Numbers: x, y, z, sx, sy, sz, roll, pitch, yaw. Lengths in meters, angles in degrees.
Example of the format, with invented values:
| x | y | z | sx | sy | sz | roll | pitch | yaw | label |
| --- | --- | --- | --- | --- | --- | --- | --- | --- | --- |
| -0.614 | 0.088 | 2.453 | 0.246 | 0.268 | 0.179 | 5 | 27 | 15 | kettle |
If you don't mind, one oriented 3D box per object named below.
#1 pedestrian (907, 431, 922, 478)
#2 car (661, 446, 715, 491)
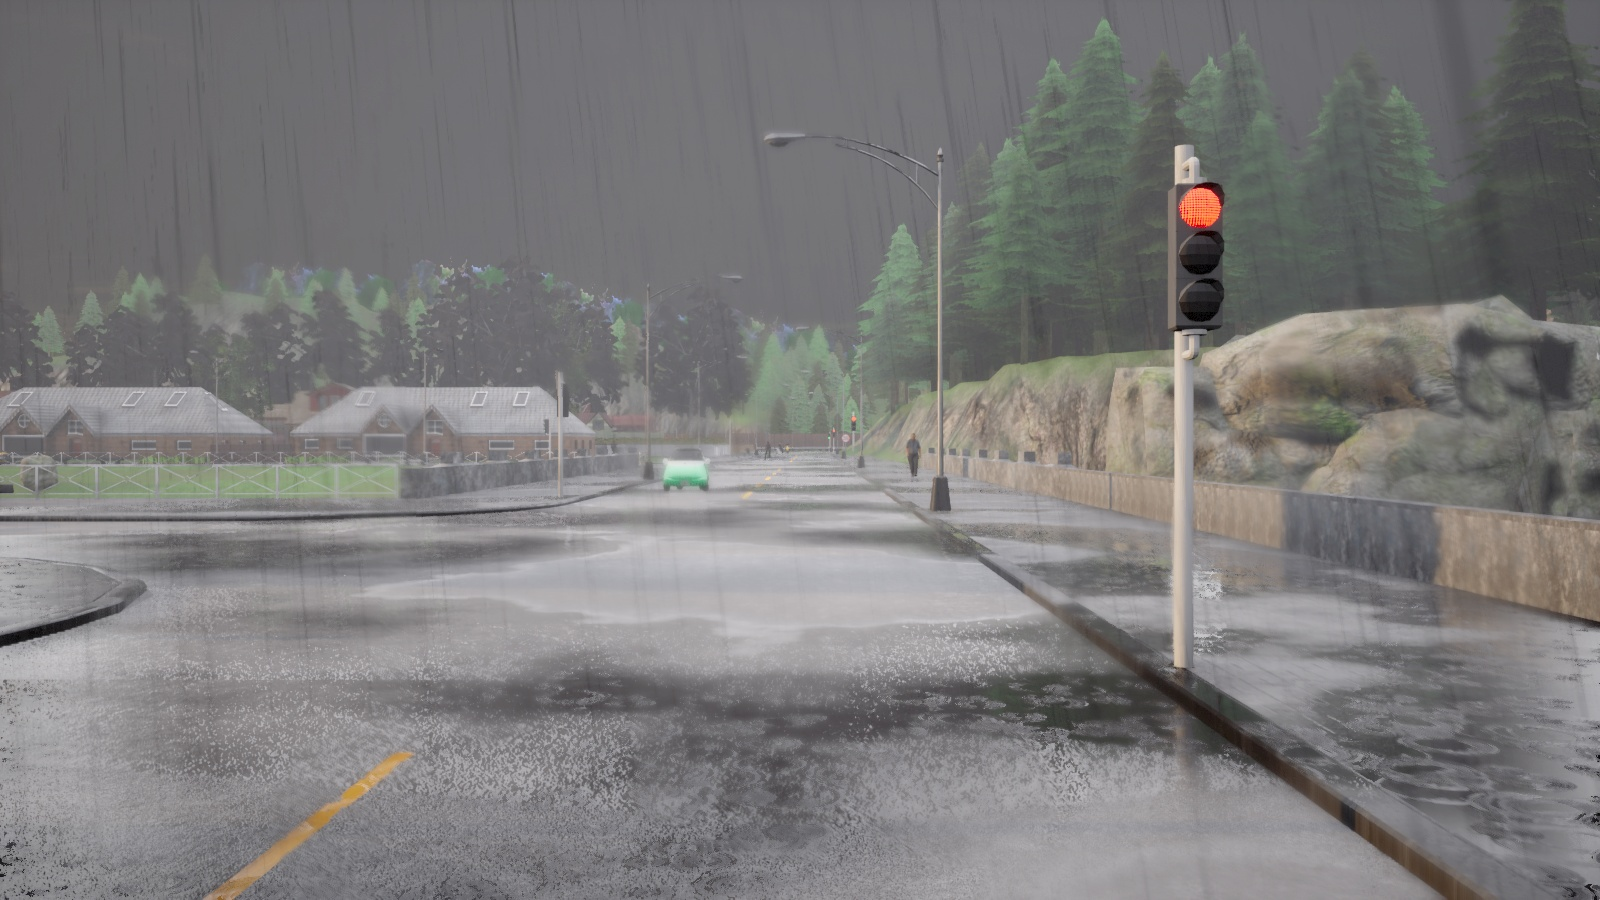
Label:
| x | y | z | sx | sy | sz | roll | pitch | yaw | label |
| --- | --- | --- | --- | --- | --- | --- | --- | --- | --- |
| 4.533 | 0.179 | 49.878 | 0.540 | 1.848 | 0.694 | 0 | 0 | 2 | pedestrian |
| -3.512 | 0.575 | 39.511 | 1.481 | 1.376 | 2.207 | 0 | 0 | 1 | car |
